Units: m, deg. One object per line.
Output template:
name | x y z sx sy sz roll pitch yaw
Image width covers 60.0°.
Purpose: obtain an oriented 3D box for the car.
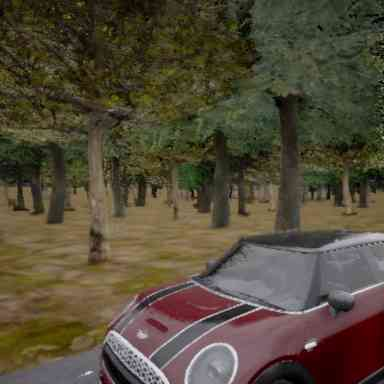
car | 1.214 1.351 4.240 4.553 1.767 2.097 0 0 -35
